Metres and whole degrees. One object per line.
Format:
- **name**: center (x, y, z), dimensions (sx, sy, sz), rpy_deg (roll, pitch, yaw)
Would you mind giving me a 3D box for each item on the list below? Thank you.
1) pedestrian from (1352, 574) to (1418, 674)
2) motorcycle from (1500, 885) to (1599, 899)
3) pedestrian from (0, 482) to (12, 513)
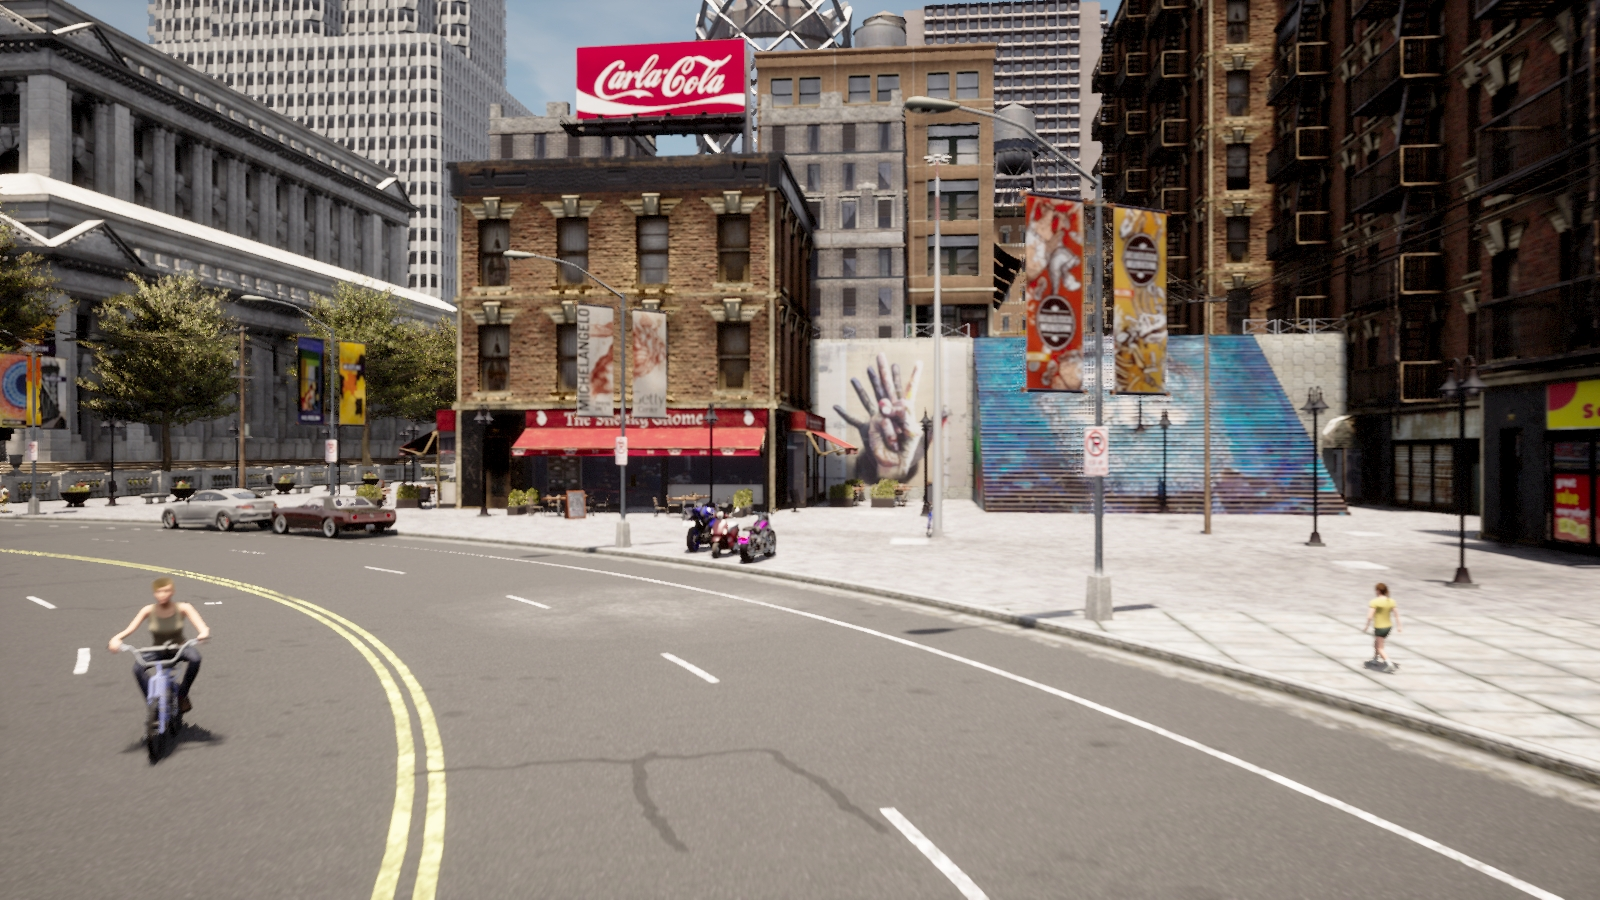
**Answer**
- **pedestrian**: center (7.002, 2.074, 13.693), dimensions (0.500, 1.100, 0.500), rpy_deg (0, 0, -15)
- **motorcycle**: center (3.022, 2.181, 3.218), dimensions (0.856, 1.236, 1.805), rpy_deg (0, 0, -7)
- **pedestrian**: center (-33.386, 1.983, 47.915), dimensions (0.375, 1.300, 0.375), rpy_deg (0, 0, 9)
